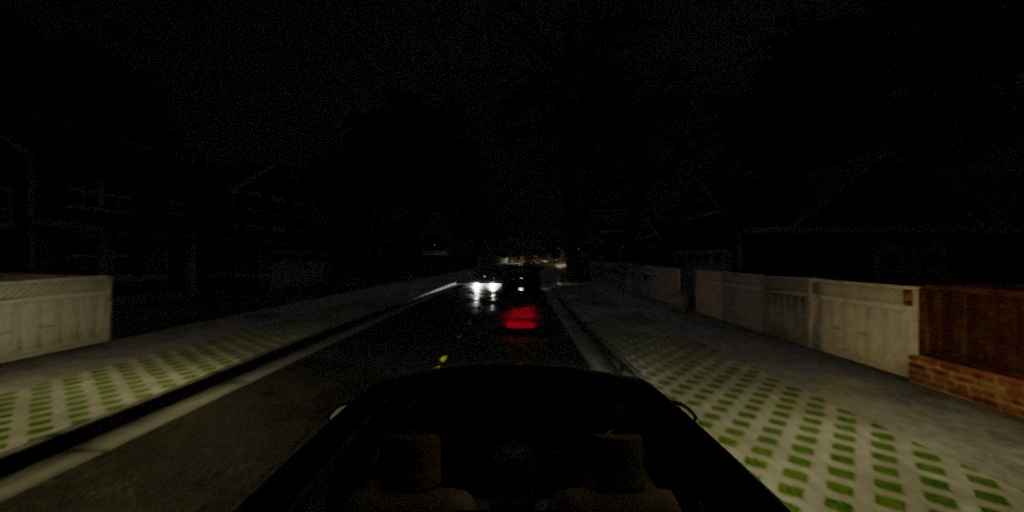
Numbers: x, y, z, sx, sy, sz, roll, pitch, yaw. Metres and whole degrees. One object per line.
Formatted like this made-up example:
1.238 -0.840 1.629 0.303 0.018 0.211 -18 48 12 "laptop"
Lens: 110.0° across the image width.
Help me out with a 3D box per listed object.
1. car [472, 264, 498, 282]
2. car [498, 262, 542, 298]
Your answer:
-1.904 1.301 28.475 1.994 1.385 4.181 0 0 4 "car"
0.503 1.259 18.650 1.837 1.490 4.892 0 0 2 "car"
